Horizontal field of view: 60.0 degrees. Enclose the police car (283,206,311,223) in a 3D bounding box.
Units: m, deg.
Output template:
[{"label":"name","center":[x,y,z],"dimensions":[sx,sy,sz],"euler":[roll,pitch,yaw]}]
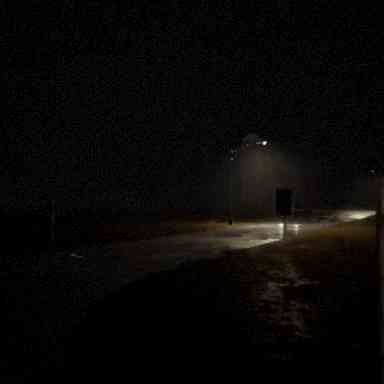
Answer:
[{"label":"police car","center":[11.433,2.385,36.247],"dimensions":[1.930,1.638,5.238],"euler":[-1,-1,36]}]
